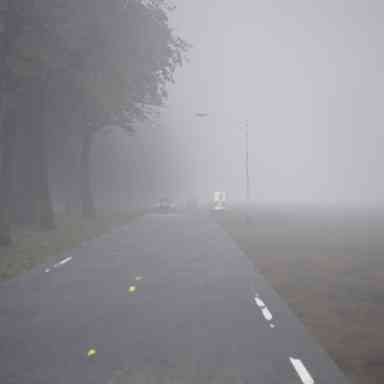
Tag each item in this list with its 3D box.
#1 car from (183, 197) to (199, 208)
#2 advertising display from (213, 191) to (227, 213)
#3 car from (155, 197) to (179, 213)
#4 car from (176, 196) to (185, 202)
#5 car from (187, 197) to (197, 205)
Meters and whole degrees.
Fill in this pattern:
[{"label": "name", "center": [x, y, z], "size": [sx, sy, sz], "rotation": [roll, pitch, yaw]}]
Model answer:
[{"label": "car", "center": [0.031, 1.648, 48.972], "size": [2.033, 1.411, 5.357], "rotation": [0, 0, 1]}, {"label": "advertising display", "center": [3.144, 1.067, 37.055], "size": [1.540, 2.440, 0.280], "rotation": [1, 0, 0]}, {"label": "car", "center": [-2.838, 1.395, 36.976], "size": [2.097, 1.767, 4.553], "rotation": [0, 0, 0]}, {"label": "car", "center": [-2.739, 1.586, 79.101], "size": [2.033, 1.411, 5.357], "rotation": [0, 0, 0]}, {"label": "car", "center": [0.009, 1.759, 65.549], "size": [1.994, 1.385, 4.181], "rotation": [0, 0, 0]}]
